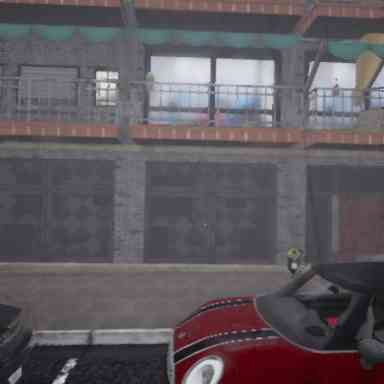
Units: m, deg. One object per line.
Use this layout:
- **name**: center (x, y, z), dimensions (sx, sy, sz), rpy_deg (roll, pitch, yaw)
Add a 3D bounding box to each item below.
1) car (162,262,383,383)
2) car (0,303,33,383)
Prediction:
- **car**: center (1.711, 1.509, 3.461), dimensions (4.097, 1.590, 1.967), rpy_deg (0, 0, -2)
- **car**: center (-3.936, 1.594, 3.224), dimensions (4.403, 1.369, 2.008), rpy_deg (0, 0, -2)
